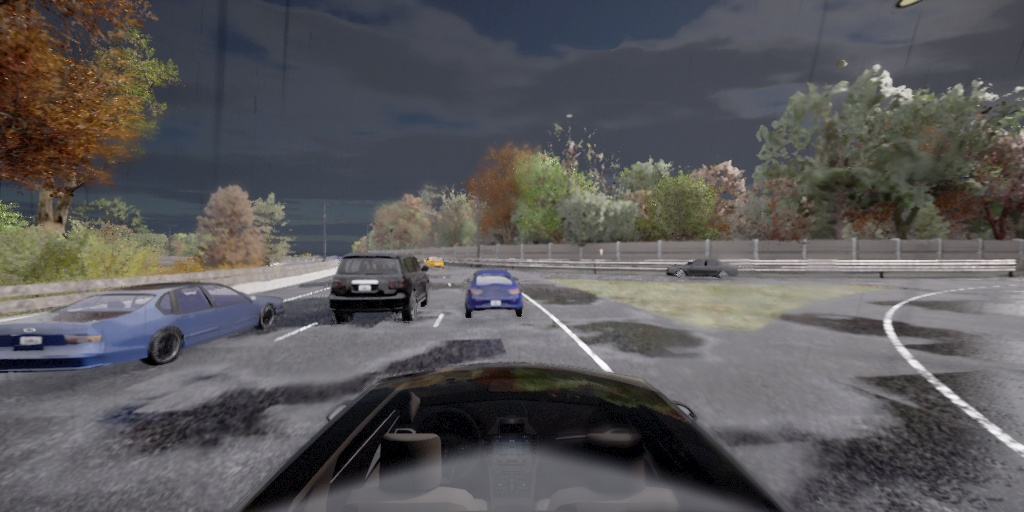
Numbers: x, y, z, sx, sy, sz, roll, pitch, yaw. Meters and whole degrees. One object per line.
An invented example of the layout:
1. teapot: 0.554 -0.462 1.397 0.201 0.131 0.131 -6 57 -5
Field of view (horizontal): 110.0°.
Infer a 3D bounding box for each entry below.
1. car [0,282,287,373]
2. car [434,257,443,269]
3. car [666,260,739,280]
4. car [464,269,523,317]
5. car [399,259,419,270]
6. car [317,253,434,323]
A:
1. car: -7.240 1.272 7.781 2.033 1.411 5.357 0 0 -4
2. car: -10.737 0.906 48.700 1.882 1.535 5.008 0 1 -25
3. car: 14.471 1.024 27.465 4.892 1.490 1.837 0 1 20
4. car: -0.725 1.195 12.783 1.812 1.442 4.674 0 0 -6
5. car: -13.139 1.059 45.589 1.895 1.301 4.718 0 0 -23
6. car: -4.129 0.906 12.030 2.150 2.045 5.566 0 0 -6
